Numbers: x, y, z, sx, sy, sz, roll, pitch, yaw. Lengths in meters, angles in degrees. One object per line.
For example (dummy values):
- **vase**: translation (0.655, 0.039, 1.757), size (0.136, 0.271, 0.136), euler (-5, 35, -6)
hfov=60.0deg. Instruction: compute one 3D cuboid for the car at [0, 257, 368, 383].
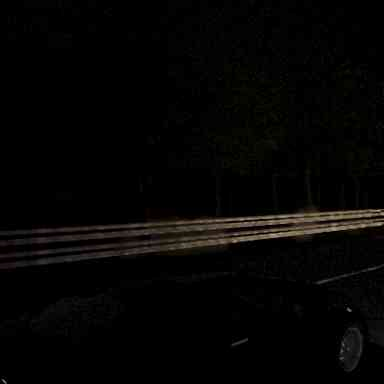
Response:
- **car**: translation (0.147, 1.529, 3.854), size (4.674, 1.442, 1.812), euler (0, 0, -36)
